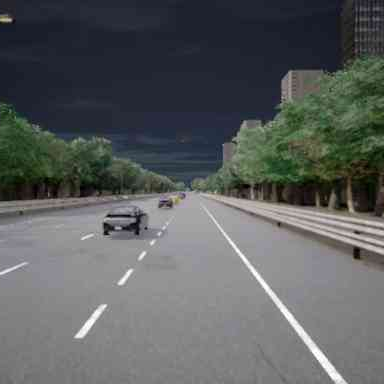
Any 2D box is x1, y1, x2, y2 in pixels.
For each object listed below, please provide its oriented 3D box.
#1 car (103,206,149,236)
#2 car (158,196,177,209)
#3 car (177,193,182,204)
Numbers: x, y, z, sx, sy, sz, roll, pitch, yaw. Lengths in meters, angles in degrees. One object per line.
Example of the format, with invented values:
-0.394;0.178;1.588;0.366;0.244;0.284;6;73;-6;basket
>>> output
-3.496;1.489;18.210;2.128;1.511;4.902;0;0;0;car
-3.492;1.477;45.344;1.837;1.490;4.892;0;0;0;car
-3.491;1.435;63.350;1.882;1.535;5.008;0;0;0;car
